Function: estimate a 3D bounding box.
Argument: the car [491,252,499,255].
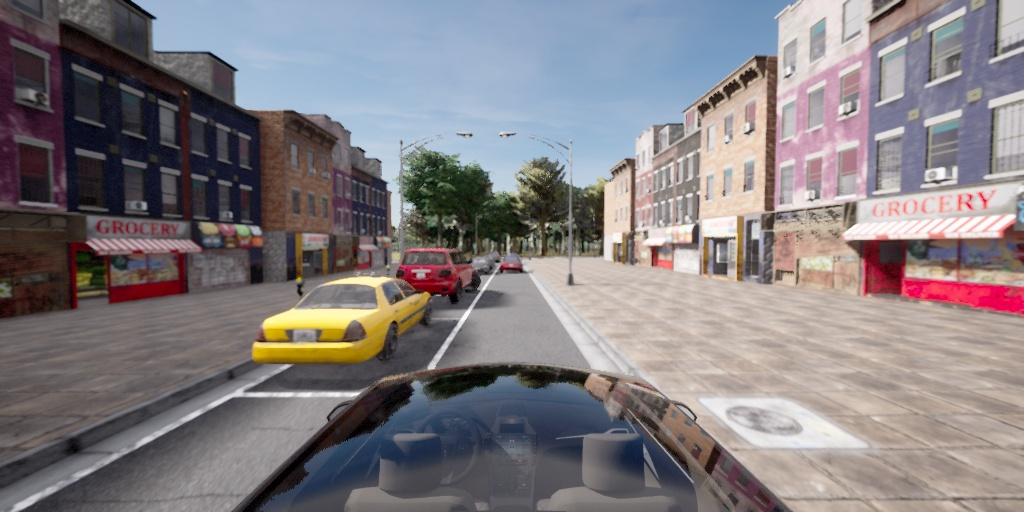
[{"bbox_3d":[-2.747,0.541,40.226,1.802,1.307,4.207,0,0,0],"label":"car"}]

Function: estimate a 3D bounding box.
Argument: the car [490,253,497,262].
[{"bbox_3d":[-2.732,0.635,34.792,1.948,1.339,4.313,0,0,0],"label":"car"}]

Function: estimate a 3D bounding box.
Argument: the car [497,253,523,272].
[{"bbox_3d":[-0.026,0.691,31.946,1.994,1.385,4.181,0,1,1],"label":"car"}]

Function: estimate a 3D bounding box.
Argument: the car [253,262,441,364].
[{"bbox_3d":[-3.042,1.080,7.806,1.801,1.575,5.366,0,1,0],"label":"car"}]

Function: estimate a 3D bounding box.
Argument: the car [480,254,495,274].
[{"bbox_3d":[-2.716,0.730,29.358,2.007,1.370,4.403,0,0,0],"label":"car"}]

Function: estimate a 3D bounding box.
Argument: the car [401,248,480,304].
[{"bbox_3d":[-2.926,0.700,14.838,2.150,2.045,5.566,0,1,3],"label":"car"}]
